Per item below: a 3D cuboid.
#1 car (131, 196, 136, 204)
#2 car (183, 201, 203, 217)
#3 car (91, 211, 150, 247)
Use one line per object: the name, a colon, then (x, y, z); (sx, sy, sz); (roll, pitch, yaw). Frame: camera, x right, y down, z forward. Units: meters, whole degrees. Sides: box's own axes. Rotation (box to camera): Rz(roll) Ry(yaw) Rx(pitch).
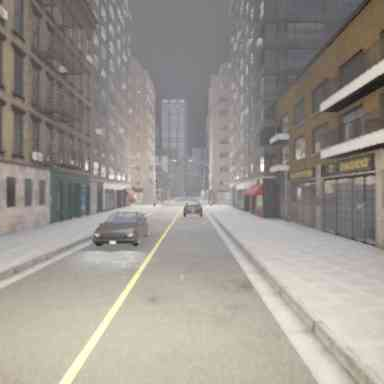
car: (-14.909, 1.707, 73.510); (5.009, 1.841, 2.192); (0, 0, 0)
car: (0.092, 1.650, 33.674); (2.128, 1.511, 4.902); (0, 0, 0)
car: (-3.101, 1.615, 15.704); (2.033, 1.411, 5.357); (0, 0, 0)
